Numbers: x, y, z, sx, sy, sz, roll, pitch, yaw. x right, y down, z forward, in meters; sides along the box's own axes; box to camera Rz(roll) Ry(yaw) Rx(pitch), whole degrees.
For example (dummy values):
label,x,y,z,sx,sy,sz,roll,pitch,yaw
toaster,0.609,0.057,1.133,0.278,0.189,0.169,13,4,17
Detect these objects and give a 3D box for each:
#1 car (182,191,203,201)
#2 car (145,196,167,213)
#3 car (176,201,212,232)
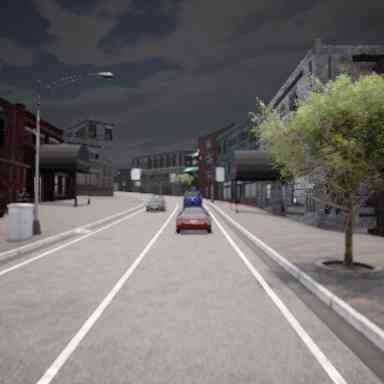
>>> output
label,x,y,z,sx,sy,sz,roll,pitch,yaw
car,0.053,0.872,38.031,2.150,2.045,5.566,0,1,-1
car,-3.549,1.231,33.734,1.837,1.490,4.892,0,1,0
car,0.099,1.479,19.351,1.994,1.385,4.181,0,1,0
